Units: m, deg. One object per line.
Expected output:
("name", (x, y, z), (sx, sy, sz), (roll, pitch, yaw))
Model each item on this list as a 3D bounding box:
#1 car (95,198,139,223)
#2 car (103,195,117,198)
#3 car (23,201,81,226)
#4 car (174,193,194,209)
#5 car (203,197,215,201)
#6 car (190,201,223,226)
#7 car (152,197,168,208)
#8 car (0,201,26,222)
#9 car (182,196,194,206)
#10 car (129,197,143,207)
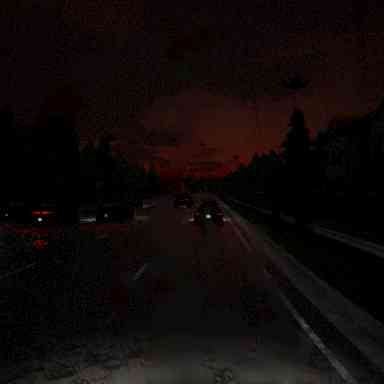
("car", (-5.739, 1.461, 25.276), (1.882, 1.535, 5.008), (0, 0, 3))
("car", (-11.604, 1.318, 47.953), (2.097, 1.767, 4.553), (0, 0, 3))
("car", (-9.357, 1.481, 23.195), (1.837, 1.490, 4.892), (0, 0, 3))
("car", (-1.209, 1.207, 45.917), (2.150, 2.045, 5.566), (0, 0, 3))
("car", (2.454, 1.469, 46.983), (1.882, 1.535, 5.008), (0, 0, 3))
("car", (1.174, 1.559, 23.486), (1.994, 1.385, 4.181), (0, 0, 3))
("car", (-4.605, 1.505, 47.731), (1.812, 1.442, 4.674), (0, 0, 3))
("car", (-12.728, 1.449, 25.667), (1.882, 1.535, 5.008), (0, 0, 3))
("car", (-0.645, 1.489, 56.292), (1.837, 1.490, 4.892), (0, 0, 3))
("car", (-8.165, 1.466, 46.853), (2.128, 1.511, 4.902), (0, 0, 3))
